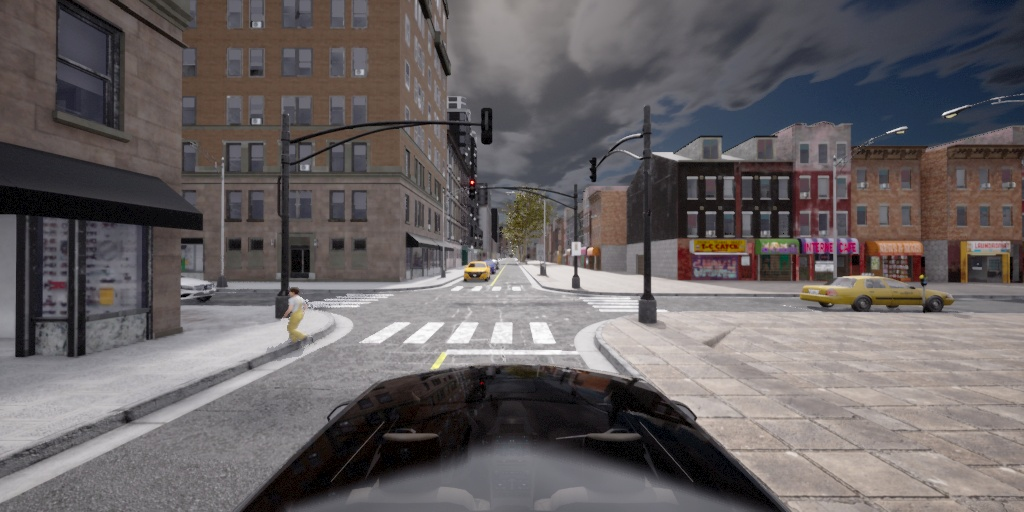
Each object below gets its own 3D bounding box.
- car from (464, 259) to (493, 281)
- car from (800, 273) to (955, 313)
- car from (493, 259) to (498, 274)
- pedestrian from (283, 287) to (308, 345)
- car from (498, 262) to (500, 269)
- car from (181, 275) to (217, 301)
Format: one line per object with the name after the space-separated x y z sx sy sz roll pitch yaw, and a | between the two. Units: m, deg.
-2.841 1.213 29.829 1.882 1.535 5.008 0 0 0 | car
13.884 1.345 13.735 4.829 1.417 1.751 0 0 0 | car
-2.849 1.206 40.285 1.882 1.535 5.008 0 0 0 | car
-4.524 1.188 7.567 0.375 1.300 0.375 0 0 0 | pedestrian
-2.834 1.217 51.570 2.128 1.511 4.902 0 0 0 | car
-14.807 1.193 14.580 4.674 1.442 1.812 0 0 -1 | car
